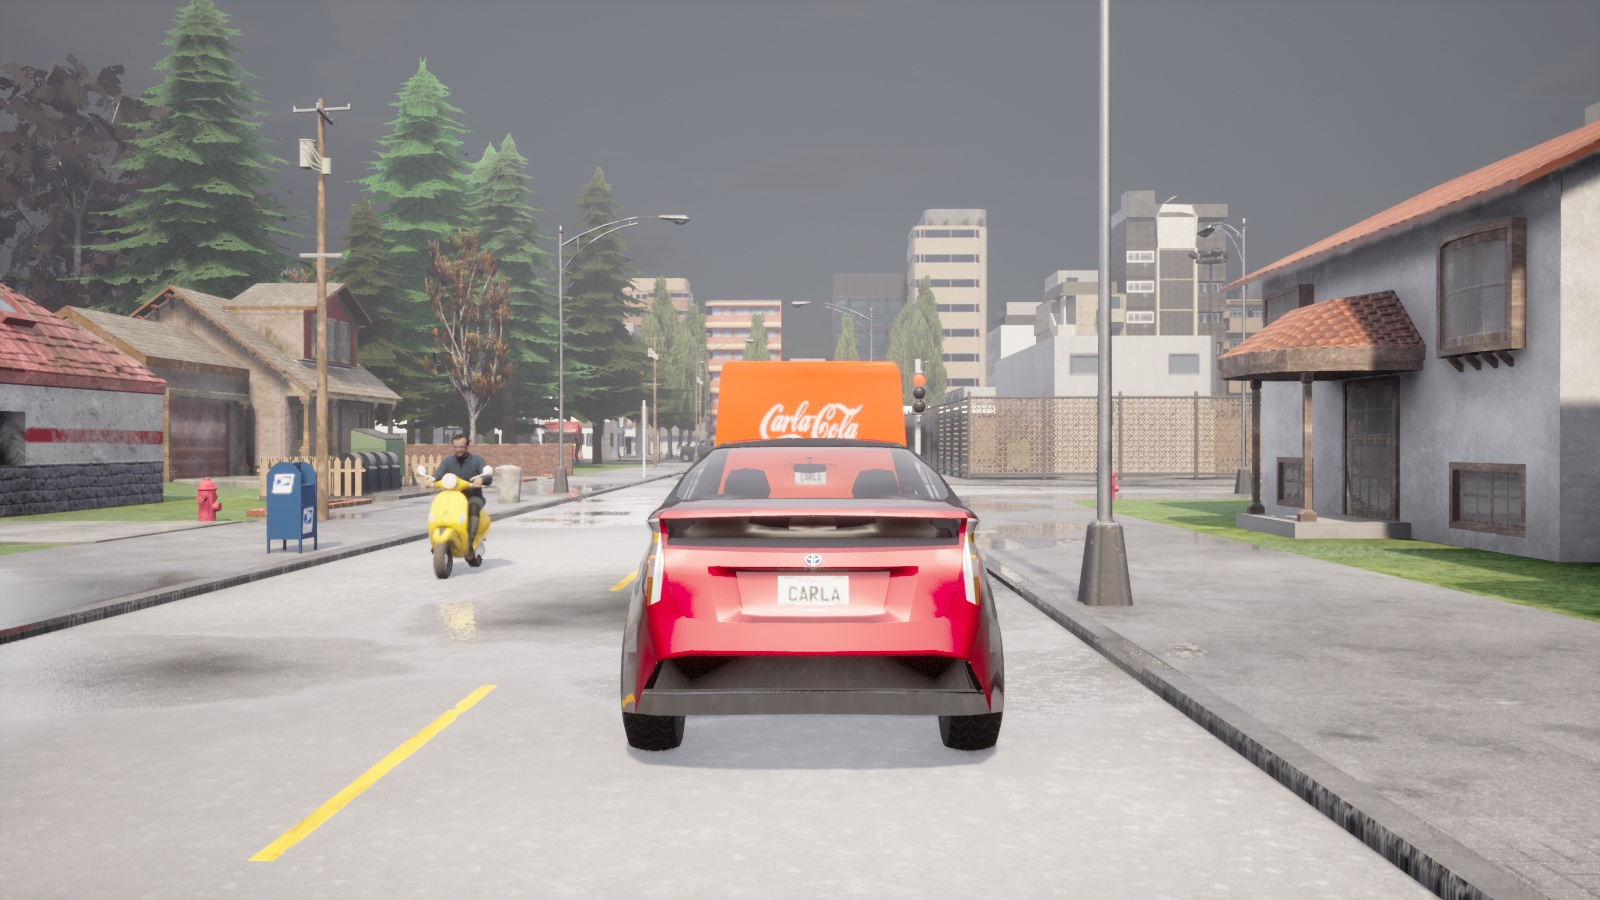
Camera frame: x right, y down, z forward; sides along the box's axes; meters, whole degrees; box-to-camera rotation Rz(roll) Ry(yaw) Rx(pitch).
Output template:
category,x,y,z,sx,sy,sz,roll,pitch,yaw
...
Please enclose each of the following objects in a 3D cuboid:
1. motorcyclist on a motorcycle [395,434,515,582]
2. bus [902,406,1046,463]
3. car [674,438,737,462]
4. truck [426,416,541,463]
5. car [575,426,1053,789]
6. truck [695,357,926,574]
category,x,y,z,sx,sy,sz,roll,pitch,yaw
motorcyclist on a motorcycle,-3.904,0.616,14.359,0.866,1.590,1.817,0,0,0
bus,12.958,-1.152,94.425,10.273,4.253,3.944,0,0,0
car,-7.412,0.002,98.363,4.605,1.855,1.932,0,0,9
truck,-23.756,-0.788,94.488,7.936,3.462,2.891,0,0,2
car,0.061,0.651,7.533,2.007,1.525,4.514,0,0,0
truck,0.118,0.164,16.898,2.627,2.467,5.204,0,0,0
